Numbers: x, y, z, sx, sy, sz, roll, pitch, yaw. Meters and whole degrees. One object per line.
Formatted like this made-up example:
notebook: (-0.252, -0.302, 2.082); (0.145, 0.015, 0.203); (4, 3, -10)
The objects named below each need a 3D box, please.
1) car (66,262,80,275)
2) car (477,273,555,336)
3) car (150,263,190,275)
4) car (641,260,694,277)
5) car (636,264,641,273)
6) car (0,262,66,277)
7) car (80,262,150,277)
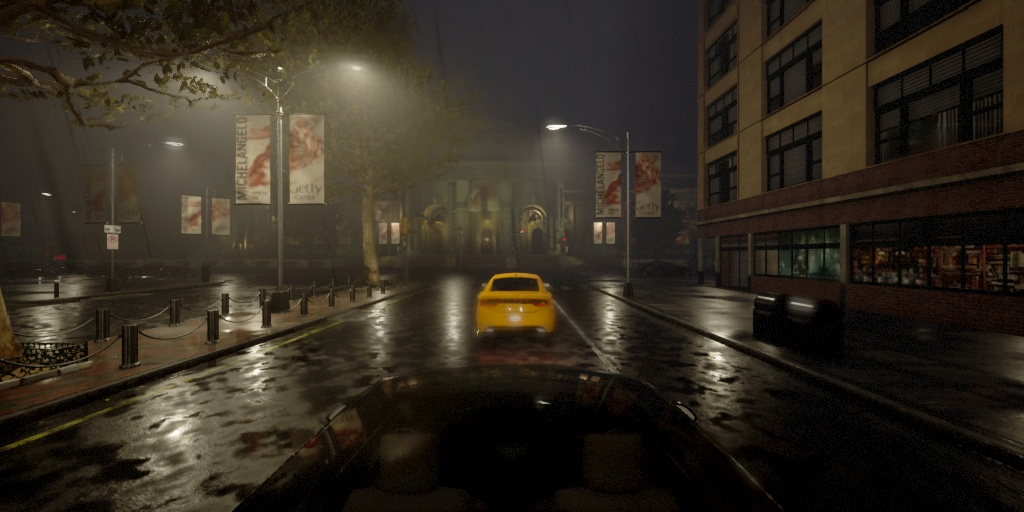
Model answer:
car: (-47.003, 1.297, 38.394); (5.357, 1.411, 2.033); (0, 0, 0)
car: (0.120, 1.228, 10.391); (1.882, 1.535, 5.008); (0, 0, 1)
car: (-37.398, 1.351, 38.338); (4.718, 1.301, 1.895); (0, 0, 1)
car: (14.987, 1.314, 34.222); (4.181, 1.385, 1.994); (0, 0, 1)
car: (15.676, 1.227, 37.713); (5.008, 1.535, 1.882); (0, 0, 1)
car: (-47.076, 1.276, 34.880); (4.674, 1.442, 1.812); (0, 0, 0)
car: (-38.507, 1.314, 34.841); (4.181, 1.385, 1.994); (0, 0, 0)
